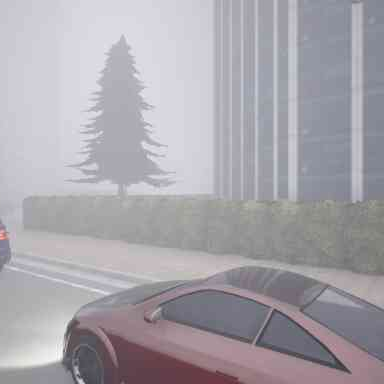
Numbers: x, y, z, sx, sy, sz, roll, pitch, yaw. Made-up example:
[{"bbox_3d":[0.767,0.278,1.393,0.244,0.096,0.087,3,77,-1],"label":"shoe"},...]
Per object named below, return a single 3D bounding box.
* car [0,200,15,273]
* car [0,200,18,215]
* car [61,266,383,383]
[{"bbox_3d":[-7.153,1.221,9.060,5.566,2.045,2.150,0,0,35],"label":"car"},{"bbox_3d":[-20.361,1.560,33.239,1.837,1.490,4.892,0,0,35],"label":"car"},{"bbox_3d":[0.457,1.564,3.667,4.181,1.385,1.994,0,0,35],"label":"car"}]
